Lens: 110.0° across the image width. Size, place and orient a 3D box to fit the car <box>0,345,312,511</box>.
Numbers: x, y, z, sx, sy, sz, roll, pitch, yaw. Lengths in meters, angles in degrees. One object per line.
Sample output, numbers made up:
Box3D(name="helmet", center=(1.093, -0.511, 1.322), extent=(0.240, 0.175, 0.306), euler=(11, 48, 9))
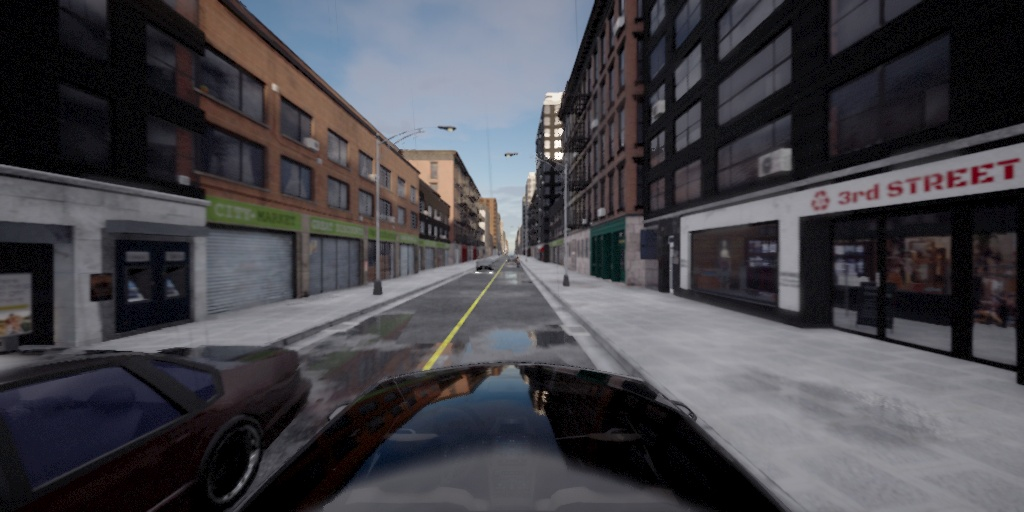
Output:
Box3D(name="car", center=(-3.097, 1.299, 1.534), extent=(2.033, 1.411, 5.357), euler=(0, 0, 0))

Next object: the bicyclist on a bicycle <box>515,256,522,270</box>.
Box3D(name="bicyclist on a bicycle", center=(0.830, 0.899, 44.125), extent=(0.866, 1.612, 1.509), euler=(0, 0, 0))

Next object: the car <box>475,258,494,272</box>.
Box3D(name="car", center=(-3.087, 0.991, 41.342), extent=(1.837, 1.490, 4.892), euler=(0, 1, 0))
